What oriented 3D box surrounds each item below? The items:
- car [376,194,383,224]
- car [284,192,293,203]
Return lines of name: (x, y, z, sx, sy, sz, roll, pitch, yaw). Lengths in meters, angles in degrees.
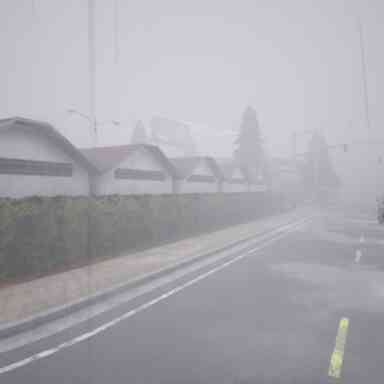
car: (13.825, 1.059, 22.492, 2.150, 2.045, 5.566, 0, 0, 29)
car: (16.811, 0.985, 58.689, 1.905, 1.878, 3.866, 0, 0, 28)
